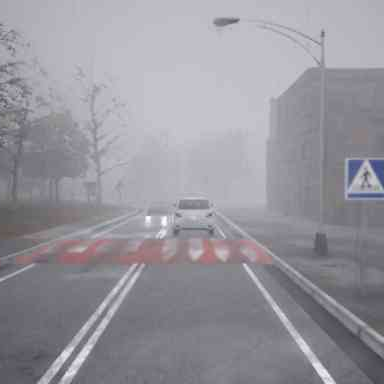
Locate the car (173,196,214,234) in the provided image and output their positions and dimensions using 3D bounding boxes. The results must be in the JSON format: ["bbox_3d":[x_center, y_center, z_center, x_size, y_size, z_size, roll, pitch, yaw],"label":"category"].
[{"bbox_3d":[0.088,1.255,19.358,2.150,2.045,5.566,0,2,0],"label":"car"}]

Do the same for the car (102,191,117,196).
[{"bbox_3d":[-21.998,0.492,87.346,1.895,1.301,4.718,1,2,25],"label":"car"}]

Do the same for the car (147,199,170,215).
[{"bbox_3d":[-3.296,1.490,33.318,1.837,1.490,4.892,0,0,0],"label":"car"}]

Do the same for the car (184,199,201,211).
[{"bbox_3d":[0.132,1.531,40.136,1.895,1.301,4.718,0,0,2],"label":"car"}]
